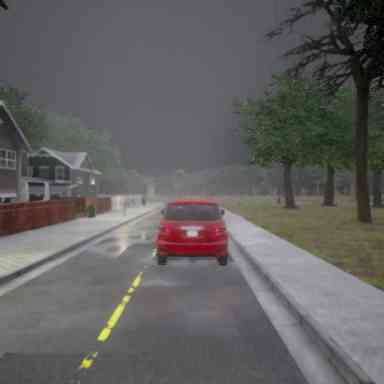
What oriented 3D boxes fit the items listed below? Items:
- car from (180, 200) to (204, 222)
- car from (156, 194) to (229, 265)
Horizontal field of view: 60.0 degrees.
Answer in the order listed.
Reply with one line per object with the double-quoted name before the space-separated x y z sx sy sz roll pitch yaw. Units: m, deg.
"car" 0.037 1.504 27.977 1.837 1.490 4.892 0 0 1
"car" 0.031 1.222 11.822 2.150 2.045 5.566 0 0 0
